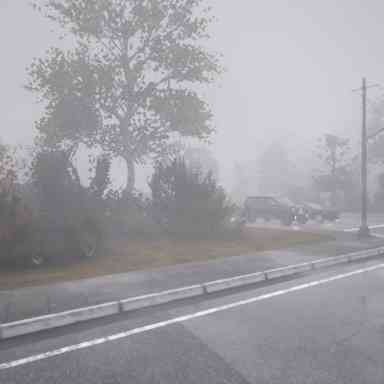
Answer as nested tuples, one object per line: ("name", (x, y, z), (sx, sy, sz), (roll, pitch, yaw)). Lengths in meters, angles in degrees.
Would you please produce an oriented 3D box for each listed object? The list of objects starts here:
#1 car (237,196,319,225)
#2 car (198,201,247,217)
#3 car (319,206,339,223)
("car", (6.235, 1.310, 25.122), (2.150, 2.045, 5.566), (0, -1, -37))
("car", (3.083, 1.699, 34.178), (1.882, 1.535, 5.008), (0, -1, -43))
("car", (9.270, 1.559, 26.866), (1.882, 1.535, 5.008), (0, -1, -39))
